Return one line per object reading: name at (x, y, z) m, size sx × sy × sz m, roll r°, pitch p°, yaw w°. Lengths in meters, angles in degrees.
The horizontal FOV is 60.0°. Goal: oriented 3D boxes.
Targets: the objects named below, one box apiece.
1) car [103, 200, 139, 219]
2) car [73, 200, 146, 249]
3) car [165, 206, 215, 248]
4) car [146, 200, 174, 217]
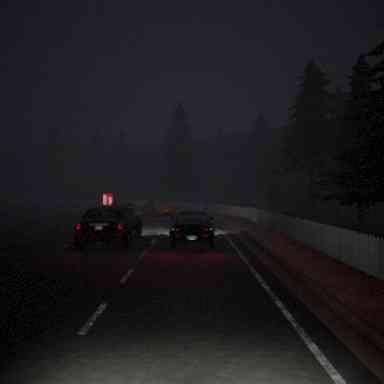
car at (-6.473, 1.495, 29.980) m, size 2.128 × 1.511 × 4.902 m, roll 0°, pitch 0°, yaw -25°
car at (-3.500, 1.366, 14.620) m, size 2.097 × 1.767 × 4.553 m, roll 0°, pitch 0°, yaw 0°
car at (0.000, 1.533, 14.650) m, size 1.812 × 1.442 × 4.674 m, roll 0°, pitch 0°, yaw 0°
car at (-3.304, 1.485, 31.466) m, size 1.882 × 1.535 × 5.008 m, roll 0°, pitch 0°, yaw -25°
